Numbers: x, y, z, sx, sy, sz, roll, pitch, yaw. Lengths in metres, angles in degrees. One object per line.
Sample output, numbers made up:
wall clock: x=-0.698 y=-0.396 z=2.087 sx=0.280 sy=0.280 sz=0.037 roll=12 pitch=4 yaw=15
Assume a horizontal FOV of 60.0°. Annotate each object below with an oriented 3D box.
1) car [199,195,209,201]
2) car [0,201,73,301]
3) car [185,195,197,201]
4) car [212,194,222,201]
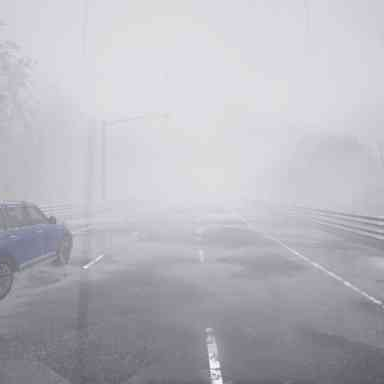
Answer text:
car: x=2.872 y=1.675 z=85.870 sx=1.895 sy=1.301 sz=4.718 roll=0 pitch=0 yaw=6
car: x=-4.949 y=1.224 z=8.404 sx=2.150 sy=2.045 sz=5.566 roll=0 pitch=0 yaw=0
car: x=-0.657 y=1.620 z=85.767 sx=2.033 sy=1.411 sz=5.357 roll=0 pitch=0 yaw=6
car: x=6.431 y=1.436 z=86.264 sx=2.097 sy=1.767 sz=4.553 roll=0 pitch=0 yaw=6
